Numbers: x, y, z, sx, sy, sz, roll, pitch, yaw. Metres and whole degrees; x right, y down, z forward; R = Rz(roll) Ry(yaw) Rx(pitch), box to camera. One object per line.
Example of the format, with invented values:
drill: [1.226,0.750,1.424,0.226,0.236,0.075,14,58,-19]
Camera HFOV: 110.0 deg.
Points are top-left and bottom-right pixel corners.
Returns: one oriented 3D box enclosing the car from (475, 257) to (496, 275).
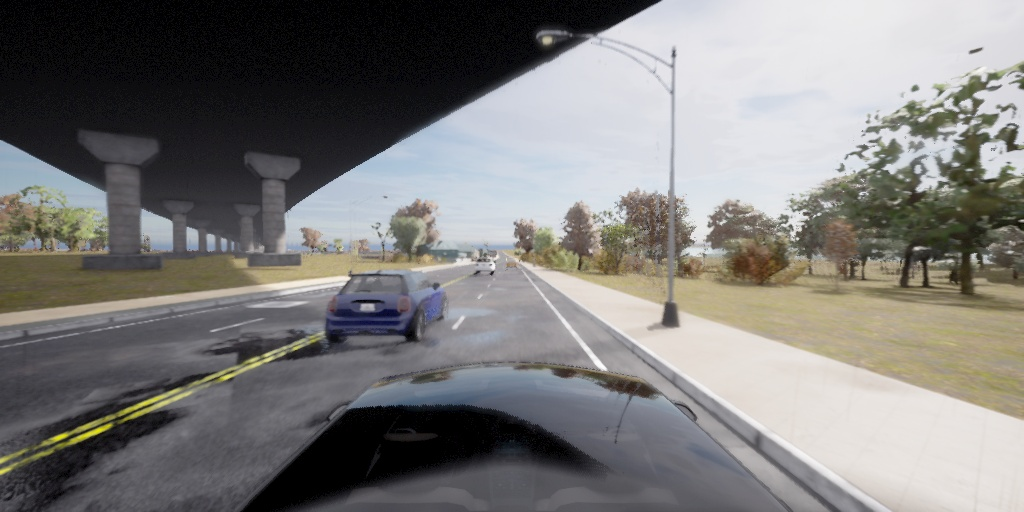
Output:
car: [-3.155,1.161,42.669,2.150,2.045,5.566,0,0,0]

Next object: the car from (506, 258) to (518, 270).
car: [-0.007,1.287,56.820,1.882,1.535,5.008,0,0,0]

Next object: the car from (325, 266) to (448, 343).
car: [-3.151,1.141,9.955,2.097,1.767,4.553,0,0,0]
